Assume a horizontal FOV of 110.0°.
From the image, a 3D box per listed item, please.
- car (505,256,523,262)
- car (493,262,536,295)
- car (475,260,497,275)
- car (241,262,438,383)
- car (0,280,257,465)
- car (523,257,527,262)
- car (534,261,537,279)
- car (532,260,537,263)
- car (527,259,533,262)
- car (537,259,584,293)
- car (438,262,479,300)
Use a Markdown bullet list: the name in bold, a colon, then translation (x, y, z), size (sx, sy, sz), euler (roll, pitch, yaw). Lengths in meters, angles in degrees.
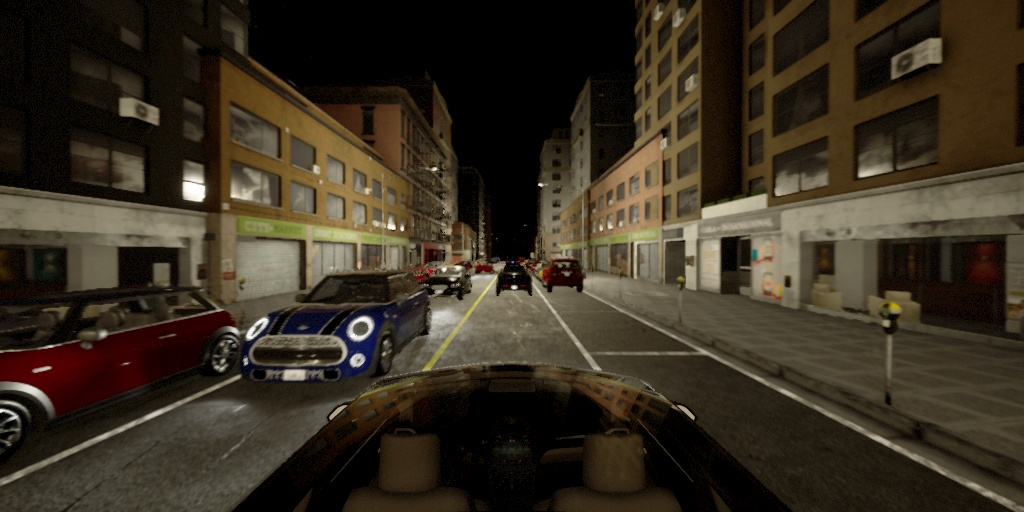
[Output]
- **car**: translation (0.122, 1.008, 53.476), size (2.150, 2.045, 5.566), euler (0, 0, 0)
- **car**: translation (0.107, 1.251, 19.644), size (1.837, 1.490, 4.892), euler (0, 0, 0)
- **car**: translation (-3.020, 1.366, 39.992), size (1.895, 1.301, 4.718), euler (0, 0, 1)
- **car**: translation (-3.090, 1.098, 7.337), size (2.097, 1.767, 4.553), euler (0, 0, 0)
- **car**: translation (-5.669, 1.187, 4.461), size (1.967, 1.591, 4.097), euler (0, 0, 0)
- **car**: translation (2.875, 1.219, 48.431), size (1.967, 1.591, 4.097), euler (0, 0, 0)
- **car**: translation (2.866, 1.276, 26.614), size (1.751, 1.417, 4.829), euler (0, 0, 0)
- **car**: translation (2.869, 1.306, 31.940), size (2.007, 1.370, 4.403), euler (0, 0, 0)
- **car**: translation (2.871, 1.307, 37.437), size (1.888, 1.381, 4.507), euler (0, 0, 0)
- **car**: translation (2.864, 1.062, 20.948), size (2.192, 1.841, 5.009), euler (0, 0, 0)
- **car**: translation (-3.042, 1.237, 17.542), size (2.128, 1.511, 4.902), euler (0, 0, 0)
